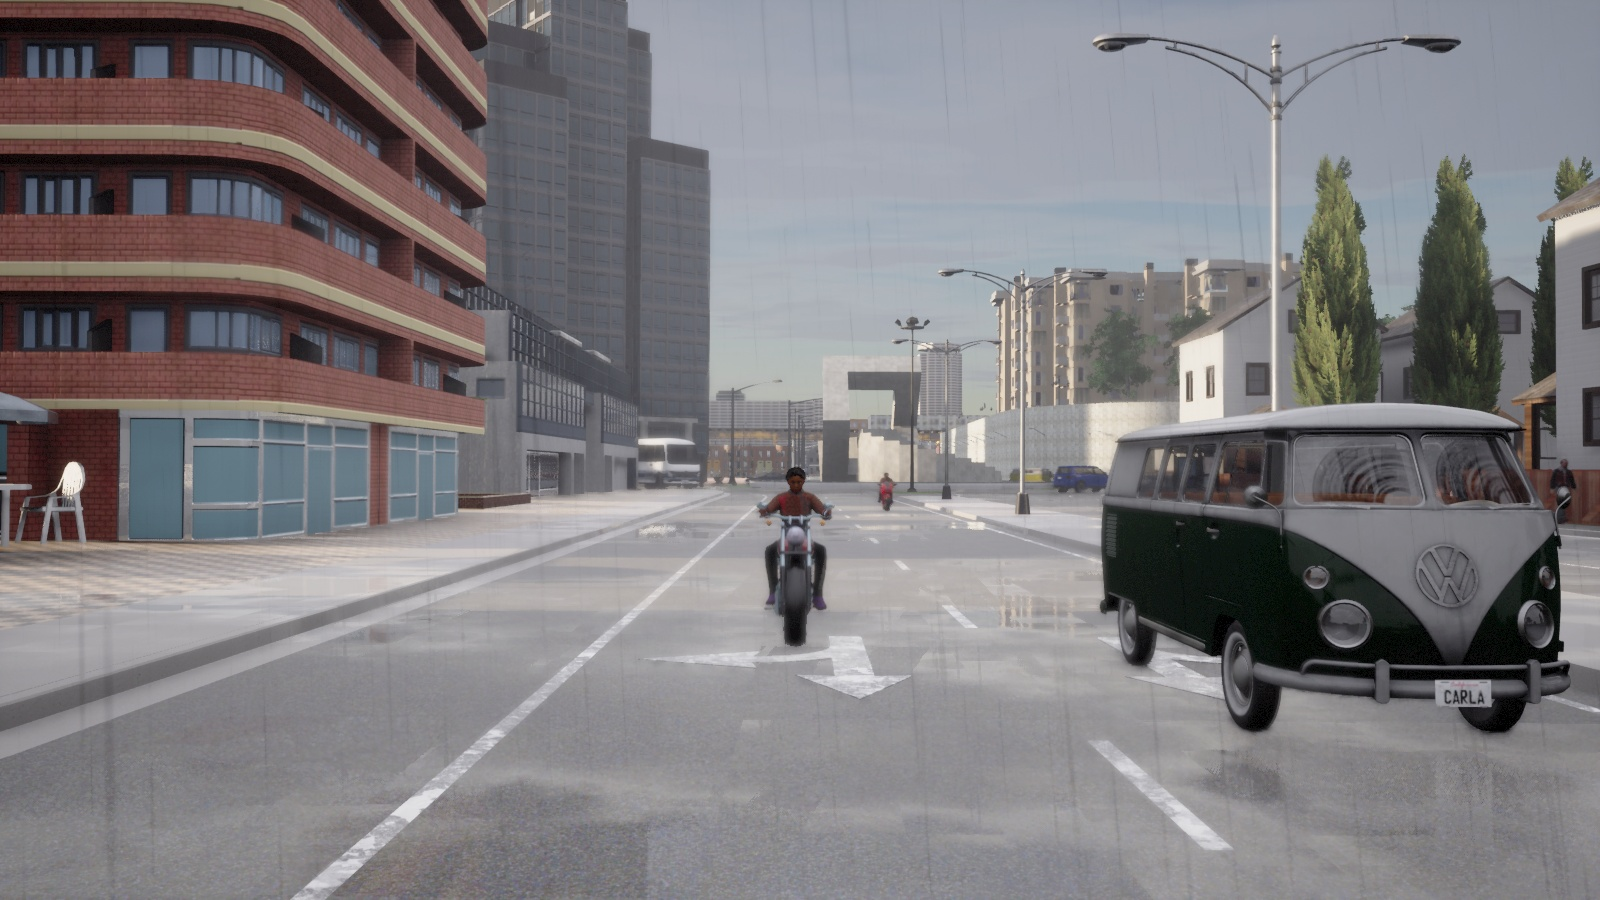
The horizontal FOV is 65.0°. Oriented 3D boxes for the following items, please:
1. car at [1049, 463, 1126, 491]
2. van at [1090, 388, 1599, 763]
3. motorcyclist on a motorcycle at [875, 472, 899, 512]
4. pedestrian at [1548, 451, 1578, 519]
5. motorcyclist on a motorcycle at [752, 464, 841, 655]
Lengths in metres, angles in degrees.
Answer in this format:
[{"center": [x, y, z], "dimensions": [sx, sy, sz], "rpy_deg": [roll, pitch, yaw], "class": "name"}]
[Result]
[{"center": [21.591, 2.026, 94.277], "dimensions": [5.566, 2.045, 2.150], "rpy_deg": [0, -1, -29], "class": "car"}, {"center": [3.474, 0.701, 8.916], "dimensions": [1.775, 1.987, 4.442], "rpy_deg": [0, -1, 0], "class": "van"}, {"center": [3.368, 1.598, 48.660], "dimensions": [0.797, 1.523, 2.044], "rpy_deg": [0, -1, 0], "class": "motorcyclist on a motorcycle"}, {"center": [21.083, 0.967, 34.716], "dimensions": [0.376, 1.854, 0.720], "rpy_deg": [0, -1, 0], "class": "pedestrian"}, {"center": [-0.033, 0.967, 12.060], "dimensions": [0.766, 1.649, 2.350], "rpy_deg": [0, -1, 0], "class": "motorcyclist on a motorcycle"}]
